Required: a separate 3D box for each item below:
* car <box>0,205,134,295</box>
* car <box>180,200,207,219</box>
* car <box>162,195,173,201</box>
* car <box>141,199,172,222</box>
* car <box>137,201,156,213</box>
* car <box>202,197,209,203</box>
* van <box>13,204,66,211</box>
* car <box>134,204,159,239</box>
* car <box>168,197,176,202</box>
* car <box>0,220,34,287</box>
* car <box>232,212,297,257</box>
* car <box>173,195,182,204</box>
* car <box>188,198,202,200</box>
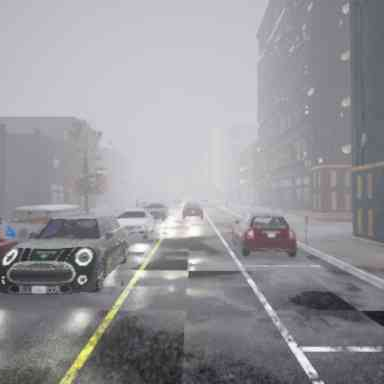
[{"bbox_3d":[-3.096,1.397,8.990,2.097,1.767,4.553,0,0,0],"label":"car"},{"bbox_3d":[0.096,1.721,31.420,1.994,1.385,4.181,0,0,0],"label":"car"},{"bbox_3d":[-5.668,1.794,70.057,1.967,1.590,4.097,1,0,0],"label":"car"},{"bbox_3d":[-3.051,1.620,28.410,1.882,1.535,5.008,0,0,1],"label":"car"},{"bbox_3d":[-5.673,1.791,41.624,1.802,1.307,4.206,1,0,0],"label":"car"},{"bbox_3d":[3.008,1.933,80.120,1.812,1.442,4.674,0,0,0],"label":"car"},{"bbox_3d":[-5.672,1.407,13.192,1.690,1.788,3.998,1,0,0],"label":"van"},{"bbox_3d":[-3.090,1.616,17.984,1.812,1.442,4.674,0,0,0],"label":"car"},{"bbox_3d":[-5.668,2.039,92.803,1.947,1.339,4.313,1,0,0],"label":"car"},{"bbox_3d":[-5.677,1.582,7.503,1.887,1.381,4.507,1,0,0],"label":"car"},{"bbox_3d":[2.706,1.507,13.251,1.967,1.590,4.097,1,0,0],"label":"car"},{"bbox_3d":[-2.994,1.801,70.781,1.882,1.535,5.008,0,0,0],"label":"car"},{"bbox_3d":[0.094,1.704,45.210,1.882,1.535,5.008,0,0,0],"label":"car"}]
